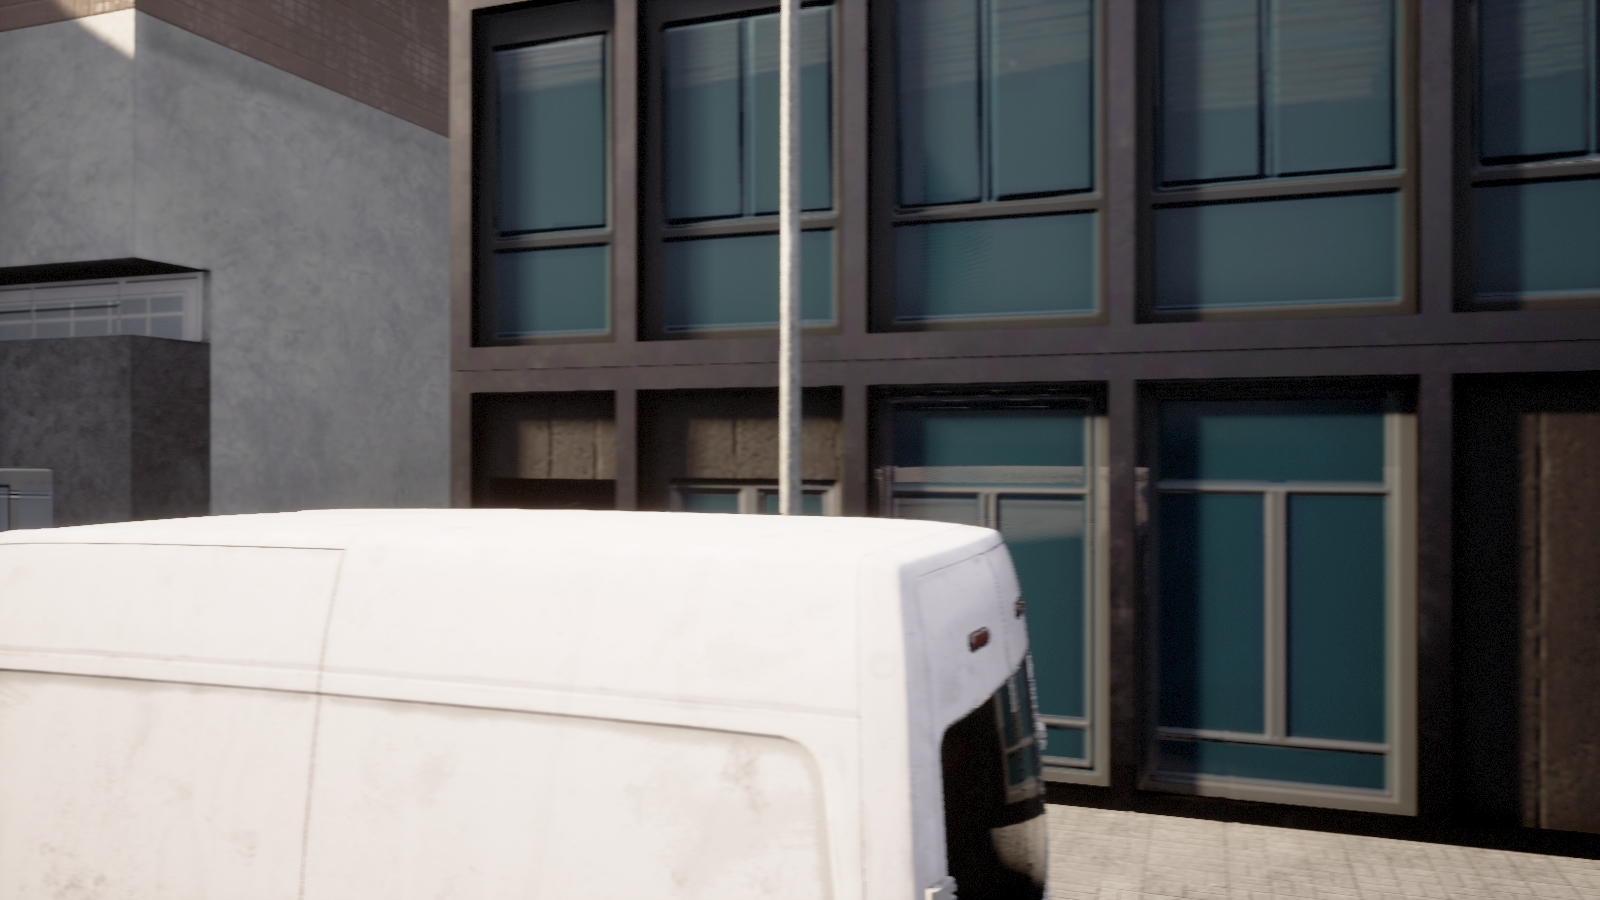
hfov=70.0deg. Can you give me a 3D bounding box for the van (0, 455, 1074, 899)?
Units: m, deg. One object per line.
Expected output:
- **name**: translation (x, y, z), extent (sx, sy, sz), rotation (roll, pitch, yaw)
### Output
- **van**: translation (-2.051, 1.314, 4.528), extent (5.915, 2.561, 1.988), rotation (0, 0, 20)
